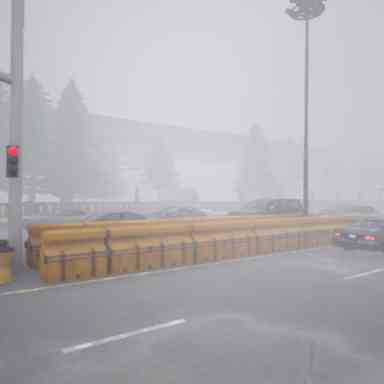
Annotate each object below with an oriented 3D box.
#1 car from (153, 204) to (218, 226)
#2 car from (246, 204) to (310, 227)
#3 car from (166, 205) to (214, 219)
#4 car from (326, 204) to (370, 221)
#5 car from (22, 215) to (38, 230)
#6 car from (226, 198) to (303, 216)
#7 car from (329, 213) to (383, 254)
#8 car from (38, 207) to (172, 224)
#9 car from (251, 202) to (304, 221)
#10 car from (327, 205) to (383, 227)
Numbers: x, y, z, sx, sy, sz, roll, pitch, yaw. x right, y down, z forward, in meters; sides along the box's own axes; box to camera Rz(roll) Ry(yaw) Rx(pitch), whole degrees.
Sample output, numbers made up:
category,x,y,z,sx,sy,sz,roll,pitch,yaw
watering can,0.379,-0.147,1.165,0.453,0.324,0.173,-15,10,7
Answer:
category,x,y,z,sx,sy,sz,roll,pitch,yaw
car,-0.443,1.686,25.075,4.674,1.442,1.812,1,0,-35
car,6.719,1.723,25.858,4.902,1.511,2.128,1,0,-35
car,-1.291,1.611,20.218,4.902,1.511,2.128,1,0,-35
car,14.891,1.910,31.687,4.181,1.385,1.994,1,0,-35
car,-7.761,1.659,19.929,4.718,1.301,1.895,1,0,-35
car,4.523,1.394,20.026,5.566,2.045,2.150,1,0,-35
car,7.955,1.711,13.719,5.357,1.411,2.033,1,0,-36
car,-3.581,1.537,14.272,5.008,1.535,1.882,1,0,-36
car,7.992,1.769,31.065,4.902,1.511,2.128,1,0,-35
car,12.785,1.793,25.885,4.892,1.490,1.837,1,0,-35
